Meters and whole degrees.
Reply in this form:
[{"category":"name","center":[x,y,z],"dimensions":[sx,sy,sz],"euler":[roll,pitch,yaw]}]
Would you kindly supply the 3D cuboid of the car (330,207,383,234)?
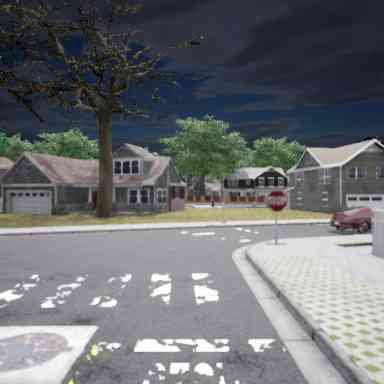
[{"category":"car","center":[10.225,1.573,19.191],"dimensions":[4.674,1.442,1.812],"euler":[0,0,-18]}]
